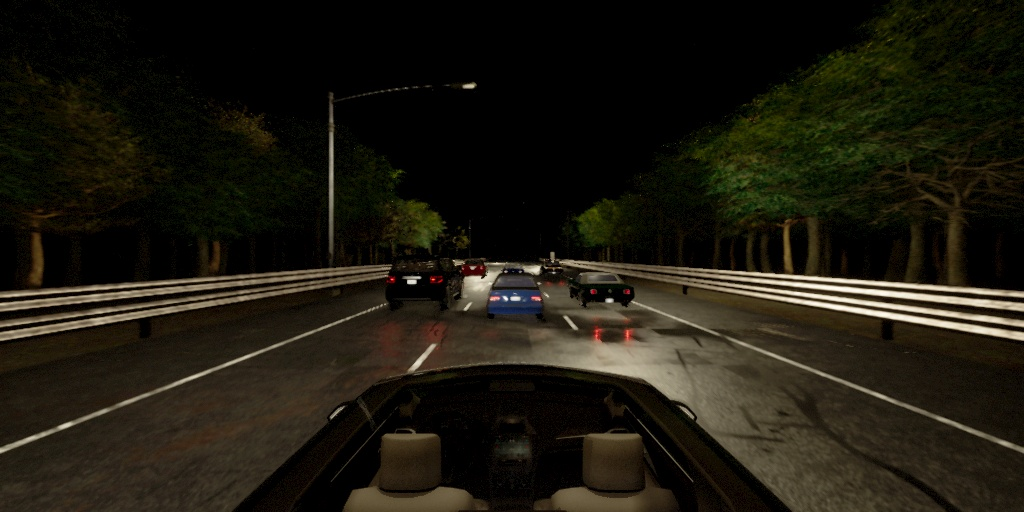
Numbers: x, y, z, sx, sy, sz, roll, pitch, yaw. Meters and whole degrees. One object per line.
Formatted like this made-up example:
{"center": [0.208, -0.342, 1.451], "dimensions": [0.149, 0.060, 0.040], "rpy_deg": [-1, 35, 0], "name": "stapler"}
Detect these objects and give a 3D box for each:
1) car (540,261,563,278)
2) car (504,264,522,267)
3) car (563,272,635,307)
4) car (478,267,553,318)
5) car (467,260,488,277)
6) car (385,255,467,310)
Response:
{"center": [3.603, 1.243, 33.204], "dimensions": [2.128, 1.511, 4.902], "rpy_deg": [0, 0, 0], "name": "car"}
{"center": [0.103, 1.352, 32.036], "dimensions": [1.895, 1.301, 4.718], "rpy_deg": [0, 0, 0], "name": "car"}
{"center": [3.602, 1.352, 15.448], "dimensions": [1.895, 1.301, 4.718], "rpy_deg": [0, 0, 0], "name": "car"}
{"center": [0.101, 1.299, 13.019], "dimensions": [2.033, 1.411, 5.357], "rpy_deg": [0, 0, 0], "name": "car"}
{"center": [-3.396, 1.104, 32.972], "dimensions": [2.097, 1.767, 4.553], "rpy_deg": [0, 0, 0], "name": "car"}
{"center": [-3.398, 0.973, 14.839], "dimensions": [2.150, 2.045, 5.566], "rpy_deg": [0, 0, 0], "name": "car"}
